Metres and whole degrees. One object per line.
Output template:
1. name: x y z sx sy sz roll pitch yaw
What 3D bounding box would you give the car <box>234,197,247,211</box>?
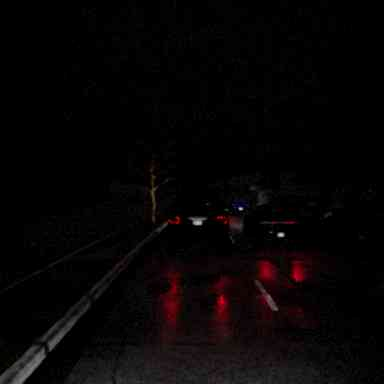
1. car: 4.342 1.217 30.362 1.812 1.442 4.674 0 0 5

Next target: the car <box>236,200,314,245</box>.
1. car: 3.356 1.323 14.566 2.128 1.511 4.902 0 1 2

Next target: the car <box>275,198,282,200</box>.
1. car: 8.804 1.282 24.129 4.674 1.452 2.002 1 1 -16

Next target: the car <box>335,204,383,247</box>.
1. car: 8.213 1.345 12.337 4.892 1.521 2.231 1 0 -18

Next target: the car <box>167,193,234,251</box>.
1. car: 0.299 1.058 13.435 2.150 2.045 5.566 0 1 2

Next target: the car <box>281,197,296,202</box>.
1. car: 8.610 1.265 21.185 5.008 1.535 2.097 1 0 -16

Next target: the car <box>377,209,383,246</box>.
1. car: 8.137 1.374 9.383 4.892 1.521 2.231 1 0 -18

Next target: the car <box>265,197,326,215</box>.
1. car: 9.287 1.230 30.034 4.792 1.488 2.163 1 0 -15

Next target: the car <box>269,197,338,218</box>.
1. car: 9.008 1.221 27.080 4.892 1.521 2.231 1 0 -15

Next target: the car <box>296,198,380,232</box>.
1. car: 8.489 1.165 18.242 4.553 1.767 2.185 1 1 -17

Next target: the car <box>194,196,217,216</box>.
1. car: 1.279 1.183 29.767 1.837 1.490 4.892 0 1 5
